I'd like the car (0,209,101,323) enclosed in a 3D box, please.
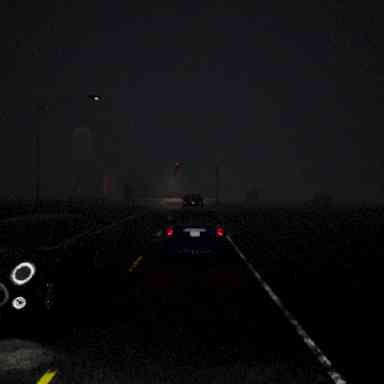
[{"bbox_3d":[-3.599,1.340,7.415,2.097,1.767,4.553,0,0,0],"label":"car"}]

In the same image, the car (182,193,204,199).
[{"bbox_3d":[0.103,1.156,34.509,2.150,2.045,5.566,0,0,0],"label":"car"}]

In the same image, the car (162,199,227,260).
[{"bbox_3d":[0.096,1.331,12.526,2.097,1.767,4.553,0,0,0],"label":"car"}]
